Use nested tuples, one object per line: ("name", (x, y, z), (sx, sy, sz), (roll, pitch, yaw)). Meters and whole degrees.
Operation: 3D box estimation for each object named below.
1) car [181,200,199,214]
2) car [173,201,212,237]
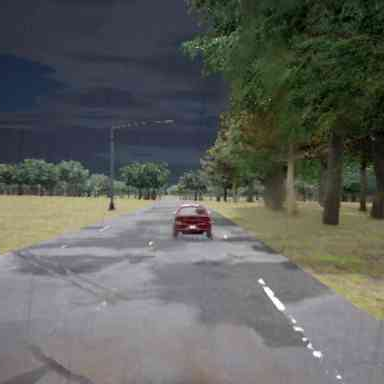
("car", (-0.247, 1.617, 36.939), (1.895, 1.301, 4.718), (0, 0, -1))
("car", (0.010, 1.475, 17.927), (1.882, 1.535, 5.008), (0, 0, 0))
